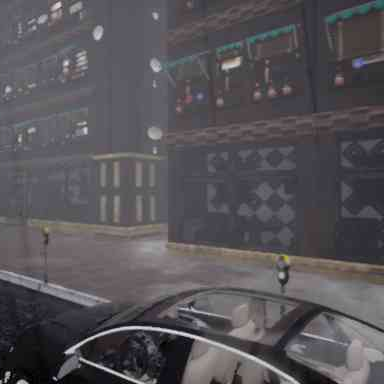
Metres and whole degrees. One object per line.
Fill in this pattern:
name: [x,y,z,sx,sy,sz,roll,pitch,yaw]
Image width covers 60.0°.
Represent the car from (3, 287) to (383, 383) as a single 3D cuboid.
car: [0.093,1.548,2.811,4.403,1.369,2.008,0,0,36]
